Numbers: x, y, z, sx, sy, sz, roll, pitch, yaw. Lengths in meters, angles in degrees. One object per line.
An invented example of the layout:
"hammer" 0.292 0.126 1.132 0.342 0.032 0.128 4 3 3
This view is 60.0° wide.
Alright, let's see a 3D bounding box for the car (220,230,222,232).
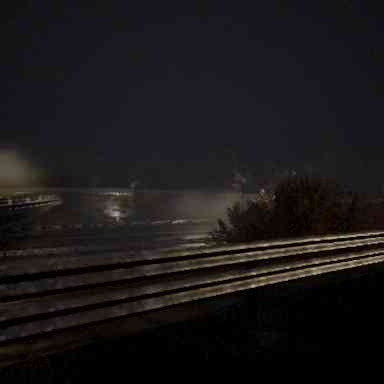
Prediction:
"car" 8.621 8.441 73.102 5.008 1.535 1.882 -1 1 -17
